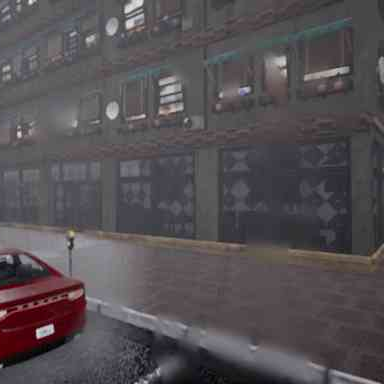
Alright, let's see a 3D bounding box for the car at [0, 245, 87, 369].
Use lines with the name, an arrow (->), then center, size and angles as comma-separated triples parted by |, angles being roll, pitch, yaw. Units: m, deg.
car -> -3.567, 1.520, 5.273 | 4.507, 1.381, 1.887 | 0, -1, 35
